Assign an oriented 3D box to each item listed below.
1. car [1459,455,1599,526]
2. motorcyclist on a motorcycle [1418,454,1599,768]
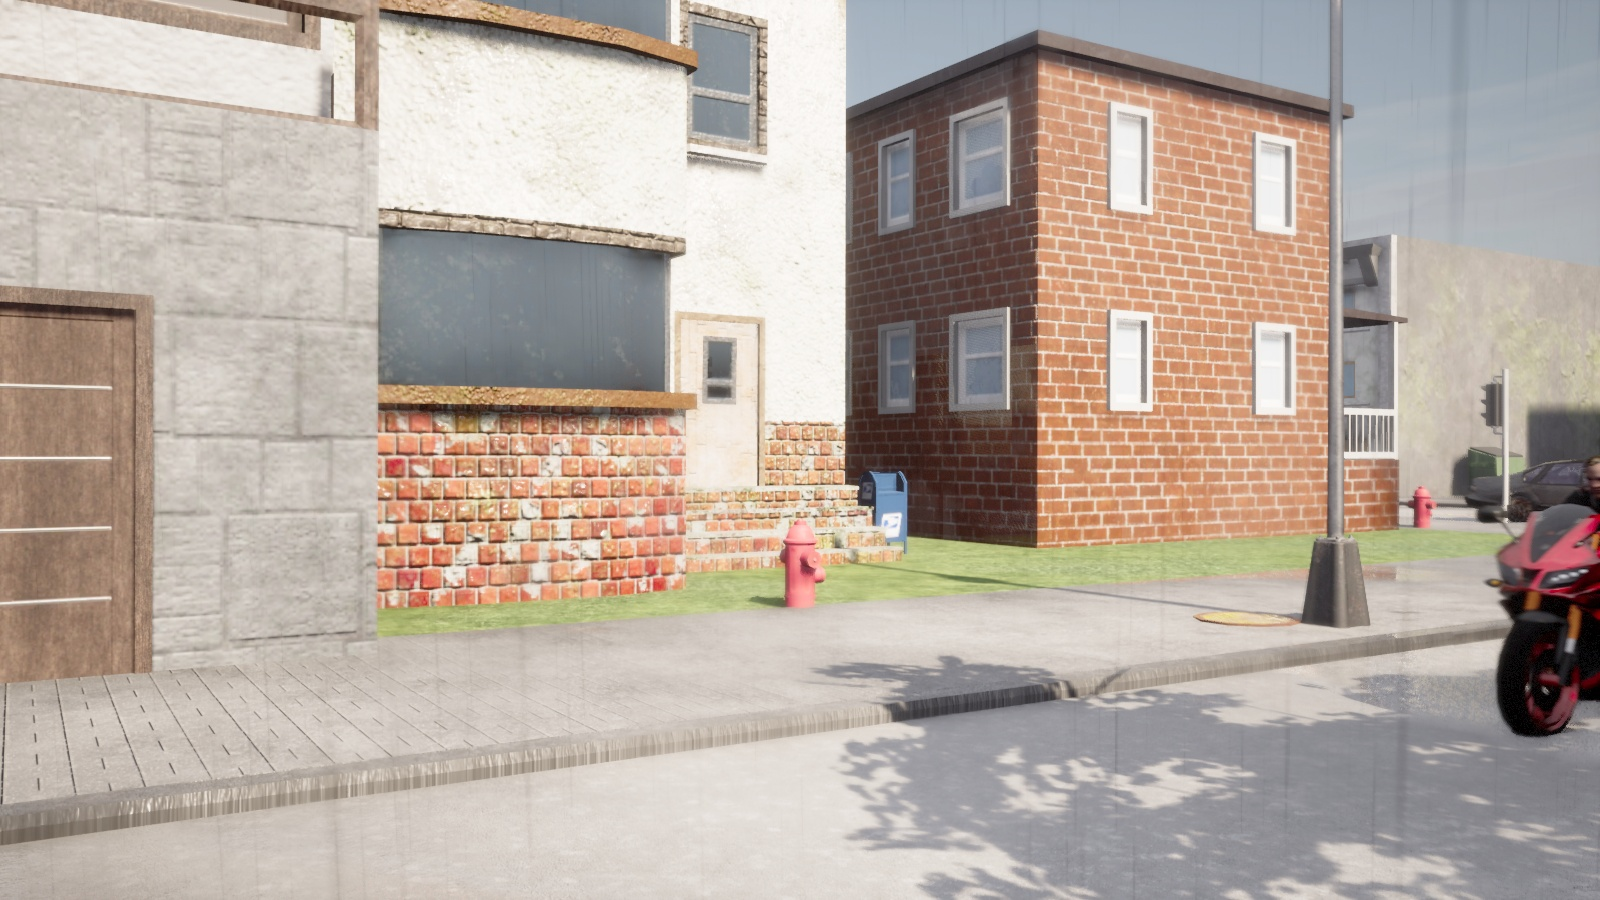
[{"bbox_3d":[16.854,0.820,26.042,2.033,1.411,5.357,0,0,-32],"label":"car"},{"bbox_3d":[4.543,0.787,7.083,2.191,1.530,0.866,0,0,-32],"label":"motorcyclist on a motorcycle"}]
